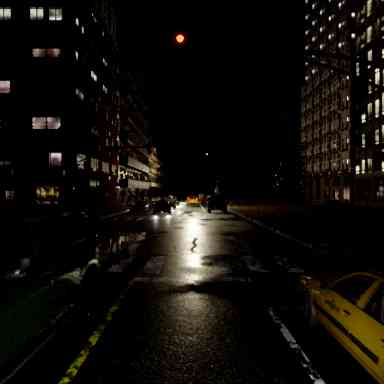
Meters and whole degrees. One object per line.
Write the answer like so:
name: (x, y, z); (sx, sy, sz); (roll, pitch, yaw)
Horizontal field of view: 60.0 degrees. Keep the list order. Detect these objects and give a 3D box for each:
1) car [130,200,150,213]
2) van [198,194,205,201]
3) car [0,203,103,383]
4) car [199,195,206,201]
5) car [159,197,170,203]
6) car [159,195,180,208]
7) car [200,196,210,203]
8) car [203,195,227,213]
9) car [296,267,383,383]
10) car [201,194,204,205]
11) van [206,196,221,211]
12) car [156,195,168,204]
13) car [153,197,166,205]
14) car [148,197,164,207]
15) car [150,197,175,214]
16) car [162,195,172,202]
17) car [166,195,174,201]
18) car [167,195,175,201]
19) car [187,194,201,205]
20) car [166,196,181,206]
car: (-5.698, 1.563, 36.381); (2.008, 1.369, 4.403); (0, 0, 0)
van: (2.672, 1.441, 91.648); (1.690, 1.788, 3.998); (0, 0, 0)
car: (-2.863, 1.220, 4.272); (2.150, 2.045, 5.566); (0, 0, 2)
car: (2.674, 1.613, 86.292); (1.752, 1.417, 4.829); (0, 0, 0)
car: (-5.704, 1.639, 69.541); (1.802, 1.307, 4.206); (0, 0, 0)
car: (-3.095, 1.568, 45.418); (2.033, 1.411, 5.357); (0, 0, 0)
car: (2.676, 1.602, 69.542); (1.887, 1.381, 4.507); (0, 0, 0)
car: (2.680, 1.327, 36.383); (2.192, 1.841, 5.009); (0, 0, 0)
car: (2.686, 1.525, 4.140); (1.752, 1.417, 4.829); (0, 0, 0)
car: (2.677, 1.354, 58.488); (2.192, 1.841, 5.009); (0, 0, 0)
van: (2.679, 1.358, 41.909); (1.690, 1.788, 3.998); (0, 0, 0)
car: (-5.704, 1.488, 64.014); (1.967, 1.590, 4.097); (0, 0, 0)
car: (-5.702, 1.584, 58.487); (1.887, 1.381, 4.507); (0, 0, 0)
car: (-5.701, 1.581, 52.961); (2.008, 1.369, 4.403); (0, 0, 0)
car: (-3.127, 1.559, 35.290); (2.033, 1.411, 5.357); (0, 0, -4)
car: (-5.705, 1.507, 75.068); (1.967, 1.590, 4.097); (0, 0, 0)
car: (-5.706, 1.613, 85.951); (1.752, 1.417, 4.829); (0, 0, 0)
car: (-5.707, 1.644, 91.647); (1.887, 1.381, 4.507); (0, 0, 0)
car: (0.093, 1.516, 58.092); (1.882, 1.535, 5.008); (0, 0, 0)
car: (-3.053, 1.526, 55.611); (2.128, 1.511, 4.902); (0, 0, 0)
